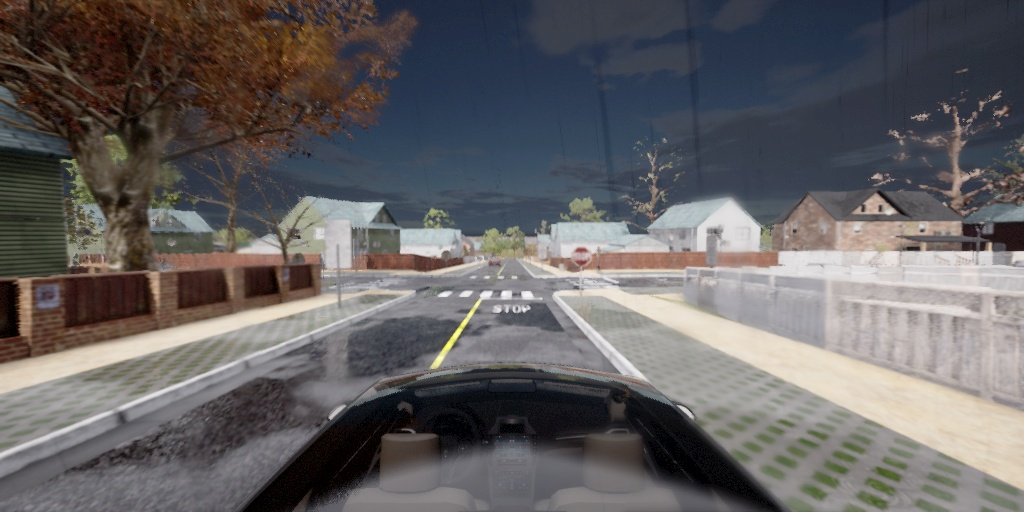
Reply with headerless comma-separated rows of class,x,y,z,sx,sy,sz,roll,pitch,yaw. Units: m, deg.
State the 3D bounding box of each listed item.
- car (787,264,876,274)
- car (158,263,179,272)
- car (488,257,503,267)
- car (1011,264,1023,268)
car,21.111,1.186,23.673,4.718,1.301,1.895,0,3,-3
car,-27.579,1.280,27.824,4.892,1.490,1.837,1,3,14
car,-2.801,0.965,57.912,1.882,1.535,5.008,0,0,1
car,40.065,0.934,26.653,4.674,1.442,1.812,0,3,2
